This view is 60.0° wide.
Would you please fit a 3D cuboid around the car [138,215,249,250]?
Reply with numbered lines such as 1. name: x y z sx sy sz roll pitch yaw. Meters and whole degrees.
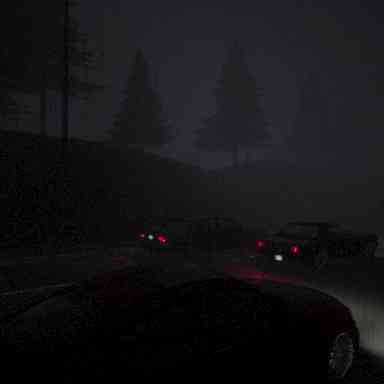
1. car: 0.616 1.617 12.839 5.357 1.411 2.033 1 0 -36

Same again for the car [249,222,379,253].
1. car: 4.372 1.686 11.259 4.718 1.301 1.895 1 0 -37

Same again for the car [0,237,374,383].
1. car: -0.020 1.544 3.742 4.674 1.442 1.812 0 0 -36
